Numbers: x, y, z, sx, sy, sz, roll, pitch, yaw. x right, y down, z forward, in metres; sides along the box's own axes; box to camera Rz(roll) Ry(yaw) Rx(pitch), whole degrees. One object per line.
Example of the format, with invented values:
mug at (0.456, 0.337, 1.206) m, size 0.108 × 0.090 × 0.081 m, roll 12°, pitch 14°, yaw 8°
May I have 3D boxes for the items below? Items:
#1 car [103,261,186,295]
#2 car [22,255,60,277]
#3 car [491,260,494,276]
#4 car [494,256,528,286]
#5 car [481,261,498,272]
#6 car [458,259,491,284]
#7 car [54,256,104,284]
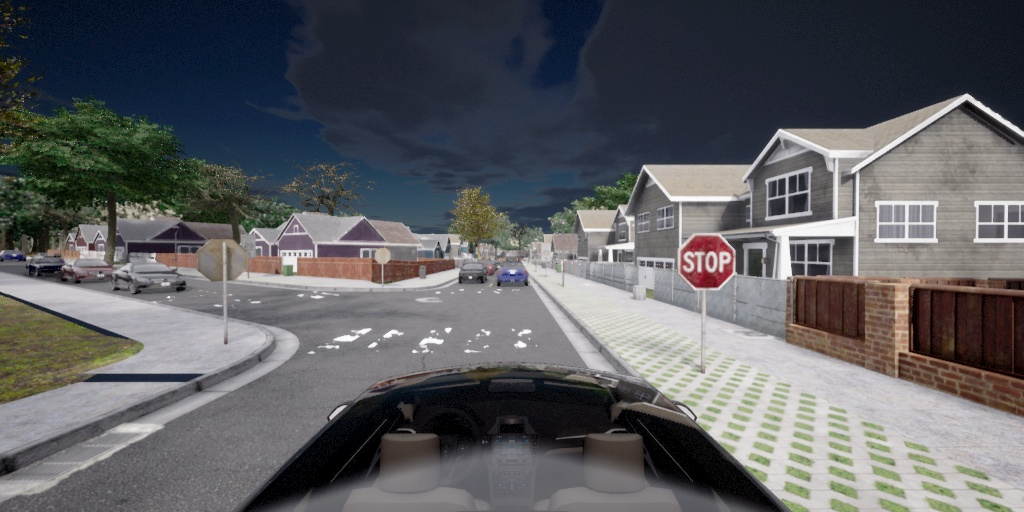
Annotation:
car at (-18.249, 1.040, 17.940) m, size 4.674 × 1.442 × 1.812 m, roll 1°, pitch 1°, yaw 29°
car at (-35.744, 0.849, 27.816) m, size 4.718 × 1.301 × 1.895 m, roll 1°, pitch 1°, yaw 30°
car at (-2.947, 1.134, 37.418) m, size 2.097 × 1.767 × 4.553 m, roll 0°, pitch 0°, yaw 0°
car at (0.033, 1.113, 25.662) m, size 2.097 × 1.767 × 4.553 m, roll 0°, pitch 0°, yaw 0°
car at (-2.971, 1.355, 48.020) m, size 2.033 × 1.411 × 5.357 m, roll 0°, pitch 0°, yaw 0°
car at (-2.919, 1.242, 27.621) m, size 1.882 × 1.535 × 5.008 m, roll 0°, pitch 0°, yaw 0°
car at (-27.018, 0.908, 22.900) m, size 4.674 × 1.442 × 1.812 m, roll 1°, pitch 1°, yaw 29°
